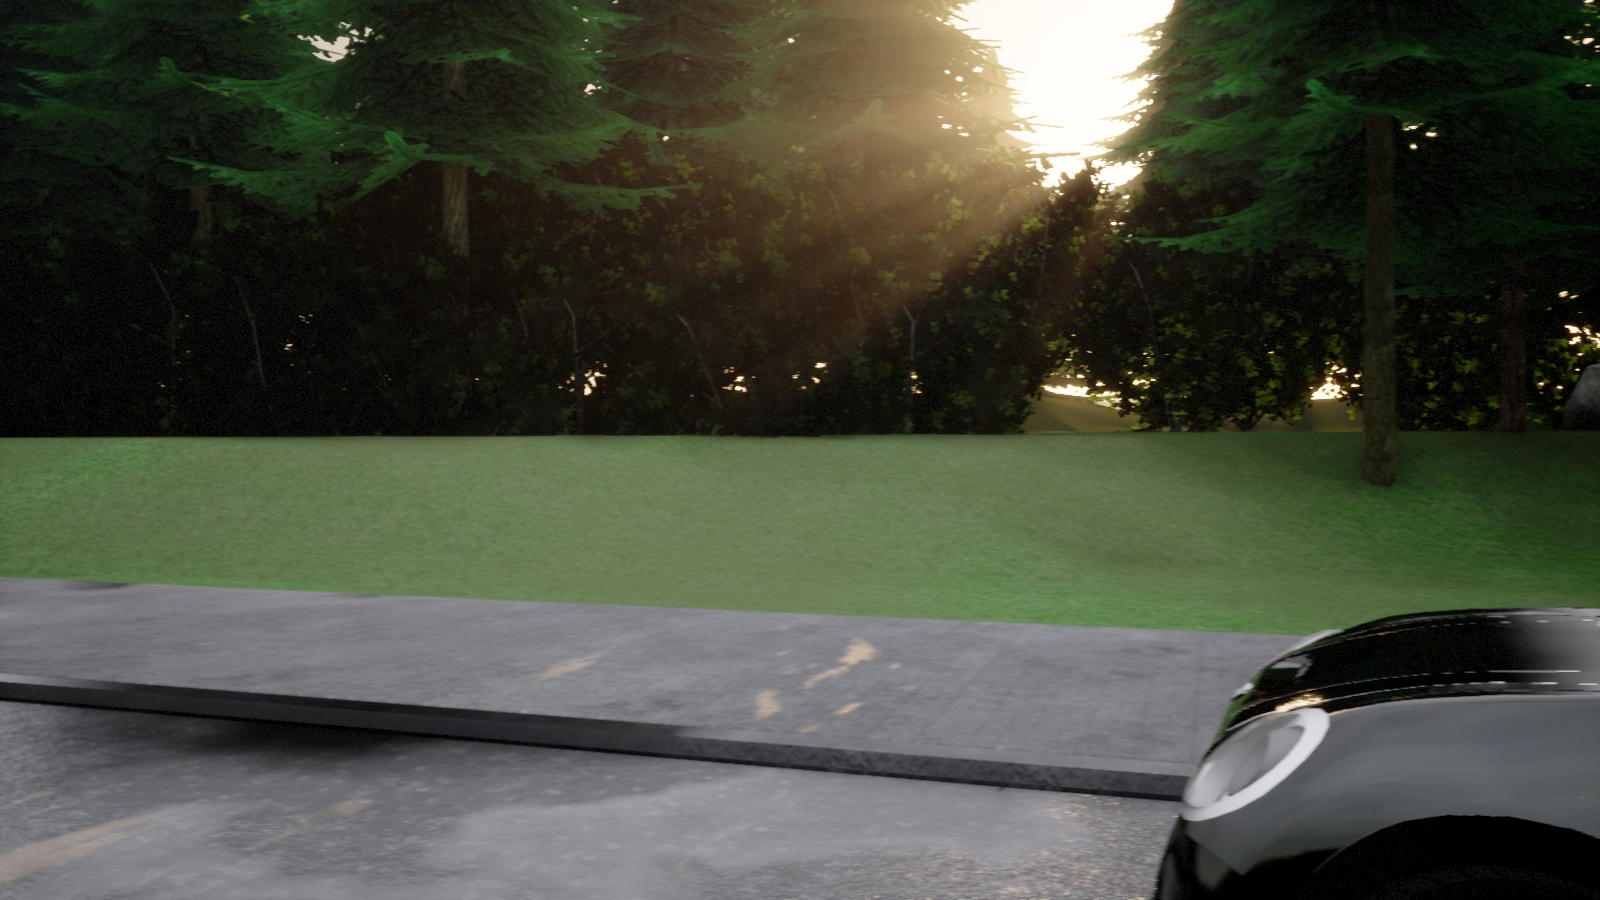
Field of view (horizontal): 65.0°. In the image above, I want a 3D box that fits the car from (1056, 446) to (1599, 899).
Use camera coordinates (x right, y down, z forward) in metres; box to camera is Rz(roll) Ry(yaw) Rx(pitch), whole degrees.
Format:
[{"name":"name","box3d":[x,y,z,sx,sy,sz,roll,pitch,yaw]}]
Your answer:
[{"name":"car","box3d":[2.681,0.758,2.699,3.806,1.475,1.970,1,1,26]}]
